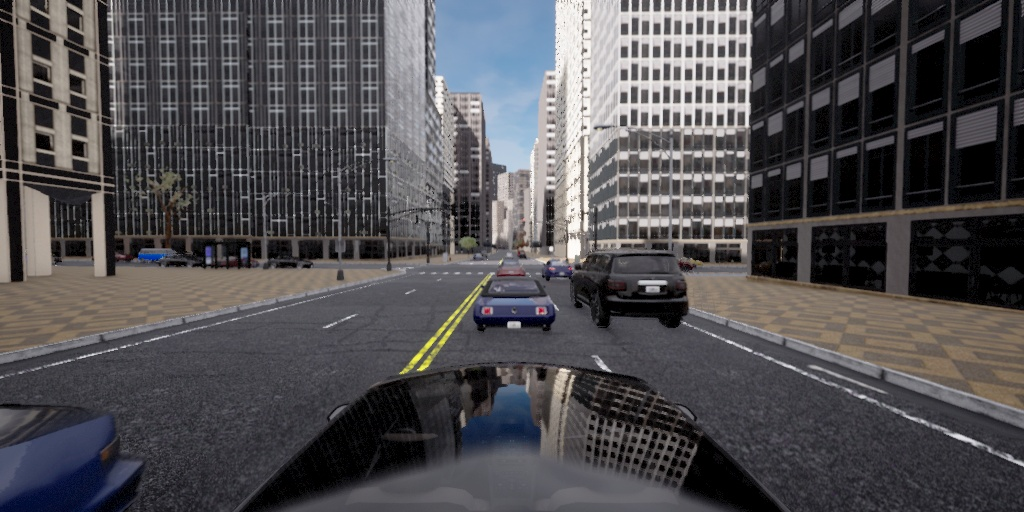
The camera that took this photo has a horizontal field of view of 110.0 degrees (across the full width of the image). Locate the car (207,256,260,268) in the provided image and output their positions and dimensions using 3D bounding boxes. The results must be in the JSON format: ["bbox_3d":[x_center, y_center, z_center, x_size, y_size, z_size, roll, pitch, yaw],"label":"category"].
[{"bbox_3d":[-28.683,0.637,37.372,4.207,1.307,1.802,0,0,1],"label":"car"}]

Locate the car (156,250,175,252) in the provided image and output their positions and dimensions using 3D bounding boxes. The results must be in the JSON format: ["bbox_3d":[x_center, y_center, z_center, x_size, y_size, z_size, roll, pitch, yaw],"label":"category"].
[{"bbox_3d":[-36.382,0.427,40.157,4.674,1.442,1.812,1,2,1],"label":"car"}]

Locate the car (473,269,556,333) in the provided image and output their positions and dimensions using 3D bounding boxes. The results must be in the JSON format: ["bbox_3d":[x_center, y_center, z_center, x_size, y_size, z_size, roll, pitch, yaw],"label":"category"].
[{"bbox_3d":[0.039,1.229,10.282,1.895,1.301,4.718,0,1,0],"label":"car"}]

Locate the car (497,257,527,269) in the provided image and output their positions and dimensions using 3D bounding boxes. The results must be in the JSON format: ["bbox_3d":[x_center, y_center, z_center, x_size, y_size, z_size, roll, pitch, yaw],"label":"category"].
[{"bbox_3d":[-0.073,0.976,25.185,1.994,1.385,4.181,0,1,-1],"label":"car"}]

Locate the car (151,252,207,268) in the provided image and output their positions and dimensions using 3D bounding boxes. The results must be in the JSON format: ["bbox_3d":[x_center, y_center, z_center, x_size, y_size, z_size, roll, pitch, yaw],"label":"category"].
[{"bbox_3d":[-34.365,0.566,37.502,4.313,1.339,1.948,0,0,1],"label":"car"}]

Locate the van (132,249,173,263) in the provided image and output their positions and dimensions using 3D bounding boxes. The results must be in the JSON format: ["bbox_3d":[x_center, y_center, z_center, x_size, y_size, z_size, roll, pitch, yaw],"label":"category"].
[{"bbox_3d":[-45.621,-0.019,46.073,3.998,1.789,1.690,0,0,1],"label":"van"}]

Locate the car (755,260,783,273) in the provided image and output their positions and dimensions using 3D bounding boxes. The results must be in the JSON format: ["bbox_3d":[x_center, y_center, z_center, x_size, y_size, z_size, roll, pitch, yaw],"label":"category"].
[{"bbox_3d":[27.379,1.088,36.945,4.829,1.417,1.751,0,0,1],"label":"car"}]

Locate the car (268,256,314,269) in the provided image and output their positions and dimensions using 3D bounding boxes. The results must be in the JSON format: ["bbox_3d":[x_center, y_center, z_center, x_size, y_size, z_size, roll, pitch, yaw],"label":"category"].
[{"bbox_3d":[-22.998,0.674,37.282,4.313,1.339,1.948,0,0,1],"label":"car"}]

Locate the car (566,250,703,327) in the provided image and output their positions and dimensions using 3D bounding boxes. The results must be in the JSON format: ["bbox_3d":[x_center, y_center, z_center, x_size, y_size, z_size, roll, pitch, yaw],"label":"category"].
[{"bbox_3d":[3.282,0.837,11.104,2.150,2.045,5.566,0,1,-1],"label":"car"}]

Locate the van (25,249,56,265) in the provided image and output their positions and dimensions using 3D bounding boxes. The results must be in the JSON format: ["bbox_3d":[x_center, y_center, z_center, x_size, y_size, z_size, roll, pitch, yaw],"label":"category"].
[{"bbox_3d":[-51.412,0.178,37.769,3.998,1.789,1.690,0,0,1],"label":"van"}]

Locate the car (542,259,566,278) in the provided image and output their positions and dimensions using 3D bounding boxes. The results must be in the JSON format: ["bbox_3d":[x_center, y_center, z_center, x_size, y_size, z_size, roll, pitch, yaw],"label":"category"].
[{"bbox_3d":[3.175,0.938,25.199,1.812,1.442,4.674,0,1,0],"label":"car"}]
